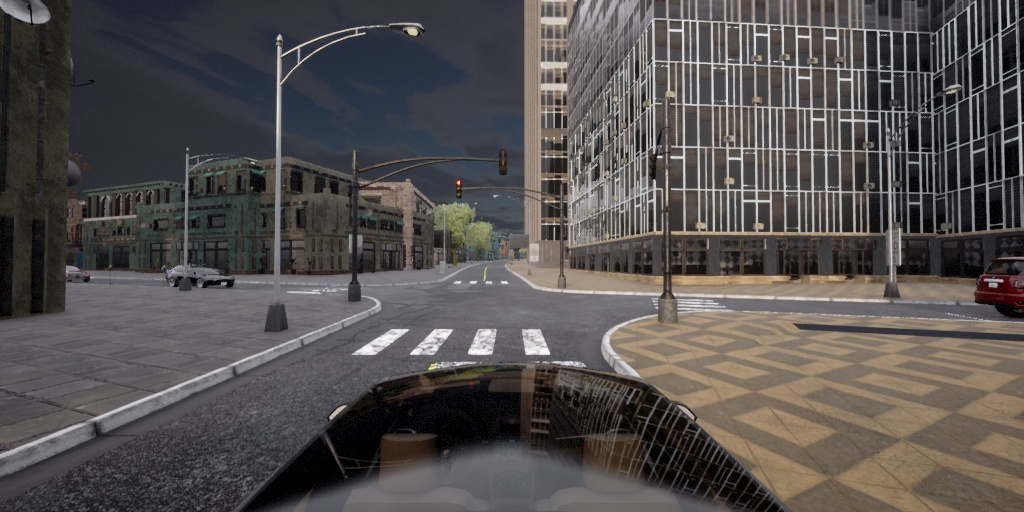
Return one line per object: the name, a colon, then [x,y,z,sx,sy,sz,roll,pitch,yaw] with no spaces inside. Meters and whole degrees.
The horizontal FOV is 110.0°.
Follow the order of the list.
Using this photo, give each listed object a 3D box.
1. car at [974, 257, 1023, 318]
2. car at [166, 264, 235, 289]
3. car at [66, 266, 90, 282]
car: [16.301,0.923,9.654,5.009,1.841,2.192,0,0,20]
car: [-19.654,1.325,22.632,4.313,1.339,1.948,0,0,20]
car: [-35.317,1.404,28.226,4.207,1.307,1.802,0,0,20]
